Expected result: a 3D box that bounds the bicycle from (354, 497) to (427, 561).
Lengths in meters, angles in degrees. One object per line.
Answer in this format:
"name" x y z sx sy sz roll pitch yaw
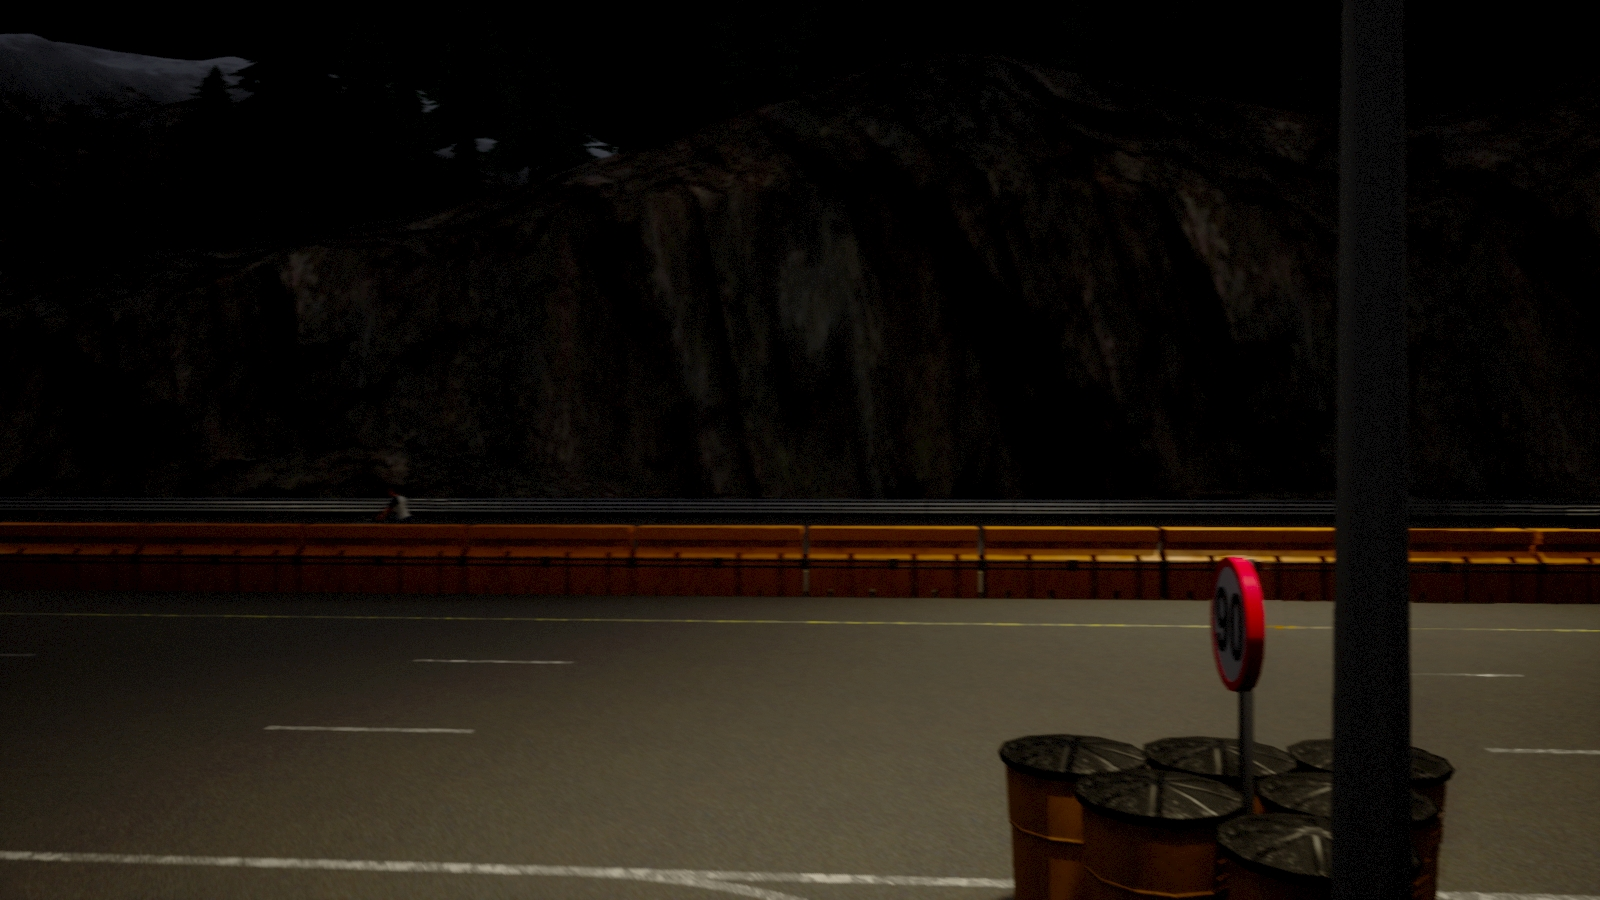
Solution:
"bicycle" -9.830 1.894 27.448 1.643 1.514 0.373 0 0 4
